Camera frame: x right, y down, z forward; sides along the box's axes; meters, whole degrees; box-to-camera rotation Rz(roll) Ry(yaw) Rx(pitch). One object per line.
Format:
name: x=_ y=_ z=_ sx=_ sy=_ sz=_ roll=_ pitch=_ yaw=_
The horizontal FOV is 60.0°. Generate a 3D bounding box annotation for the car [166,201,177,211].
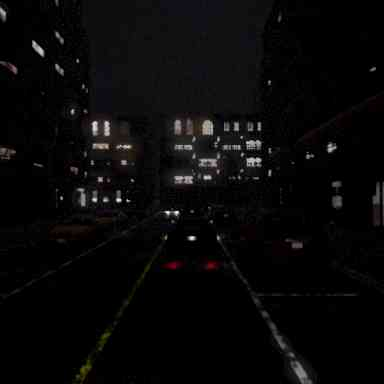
car: x=-2.753 y=2.063 z=49.034 sx=2.033 sy=1.411 sz=5.357 roll=0 pitch=-1 yaw=0

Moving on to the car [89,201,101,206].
car: x=-19.704 y=2.388 z=63.433 sx=4.403 sy=1.369 sz=2.008 roll=0 pitch=-1 yaw=0

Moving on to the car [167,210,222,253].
car: x=0.006 y=1.705 z=14.330 sx=1.994 sy=1.385 sz=4.181 roll=0 pitch=-1 yaw=0

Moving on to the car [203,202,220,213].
car: x=2.571 y=2.024 z=43.908 sx=1.947 sy=1.339 sz=4.313 roll=1 pitch=-1 yaw=0

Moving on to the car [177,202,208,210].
car: x=0.003 y=1.644 z=29.084 sx=2.097 sy=1.767 sz=4.553 roll=0 pitch=-1 yaw=0

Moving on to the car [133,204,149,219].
car: x=-5.275 y=1.899 z=32.756 sx=1.947 sy=1.339 sz=4.313 roll=1 pitch=-1 yaw=0

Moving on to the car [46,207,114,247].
car: x=-5.296 y=1.681 z=15.894 sx=1.752 sy=1.417 sz=4.829 roll=1 pitch=-1 yaw=0

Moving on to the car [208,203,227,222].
car: x=2.573 y=1.840 z=27.217 sx=1.947 sy=1.339 sz=4.313 roll=1 pitch=-1 yaw=0

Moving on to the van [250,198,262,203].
van: x=13.079 y=1.971 z=63.485 sx=3.998 sy=1.788 sz=1.690 roll=0 pitch=-1 yaw=0

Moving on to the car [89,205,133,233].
car: x=-5.287 y=1.738 z=21.458 sx=1.752 sy=1.417 sz=4.829 roll=1 pitch=-1 yaw=0

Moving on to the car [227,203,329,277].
car: x=2.577 y=1.418 z=10.531 sx=2.192 sy=1.841 sz=5.009 roll=1 pitch=-1 yaw=0
